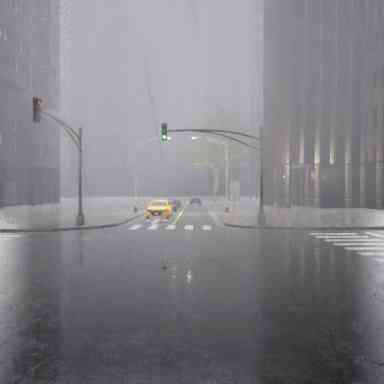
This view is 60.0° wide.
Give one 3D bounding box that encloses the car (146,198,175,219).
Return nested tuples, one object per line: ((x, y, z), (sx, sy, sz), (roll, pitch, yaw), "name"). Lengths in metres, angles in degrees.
((-2.817, 1.469, 29.327), (1.882, 1.535, 5.008), (0, 0, 1), "car")

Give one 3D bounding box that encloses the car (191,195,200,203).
((0.718, 1.413, 68.995), (1.837, 1.490, 4.892), (0, 0, 1), "car")

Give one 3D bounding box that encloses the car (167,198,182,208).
((-2.591, 1.577, 49.005), (1.895, 1.301, 4.718), (0, 0, 1), "car")

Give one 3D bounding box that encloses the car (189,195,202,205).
((0.601, 1.456, 58.572), (1.837, 1.490, 4.892), (0, 0, 1), "car")

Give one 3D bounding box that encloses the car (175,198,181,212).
((-2.709, 1.552, 38.486), (1.994, 1.385, 4.181), (0, 0, 1), "car")
